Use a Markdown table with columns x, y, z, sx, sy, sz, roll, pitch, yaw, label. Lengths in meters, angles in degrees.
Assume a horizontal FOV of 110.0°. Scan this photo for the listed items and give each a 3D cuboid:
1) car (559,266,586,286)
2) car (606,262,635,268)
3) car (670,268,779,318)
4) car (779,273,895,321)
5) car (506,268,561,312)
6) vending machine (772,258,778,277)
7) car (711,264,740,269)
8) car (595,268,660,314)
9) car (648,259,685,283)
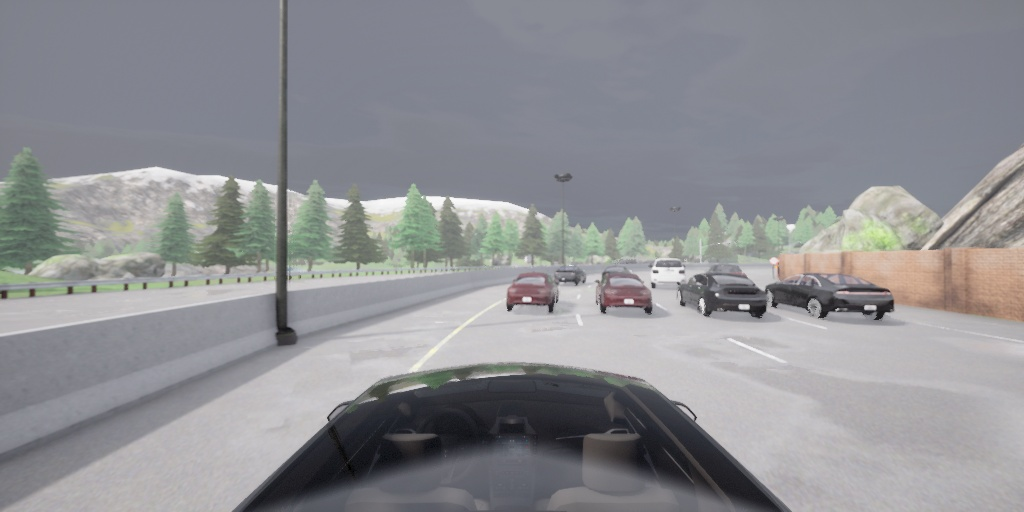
| x | y | z | sx | sy | sz | roll | pitch | yaw | label |
| --- | --- | --- | --- | --- | --- | --- | --- | --- | --- |
| 4.643 | 1.498 | 28.367 | 2.128 | 1.511 | 4.902 | 0 | 0 | 22 | car |
| 7.988 | 1.480 | 27.290 | 1.882 | 1.535 | 5.008 | 0 | 0 | 22 | car |
| 7.831 | 1.385 | 13.824 | 1.837 | 1.490 | 4.892 | 0 | 0 | 10 | car |
| 11.285 | 1.371 | 13.252 | 2.128 | 1.511 | 4.902 | 0 | 0 | 10 | car |
| 0.941 | 1.401 | 15.047 | 1.812 | 1.442 | 4.674 | 0 | 0 | 10 | car |
| 30.490 | 1.364 | 40.541 | 1.100 | 2.100 | 0.880 | 0 | 0 | 44 | vending machine |
| 14.368 | 1.338 | 24.421 | 2.097 | 1.767 | 4.553 | 0 | -1 | 21 | car |
| 4.396 | 1.402 | 14.481 | 1.812 | 1.442 | 4.674 | 0 | 0 | 10 | car |
| 11.070 | 1.209 | 25.617 | 2.150 | 2.045 | 5.566 | 0 | 0 | 21 | car |
